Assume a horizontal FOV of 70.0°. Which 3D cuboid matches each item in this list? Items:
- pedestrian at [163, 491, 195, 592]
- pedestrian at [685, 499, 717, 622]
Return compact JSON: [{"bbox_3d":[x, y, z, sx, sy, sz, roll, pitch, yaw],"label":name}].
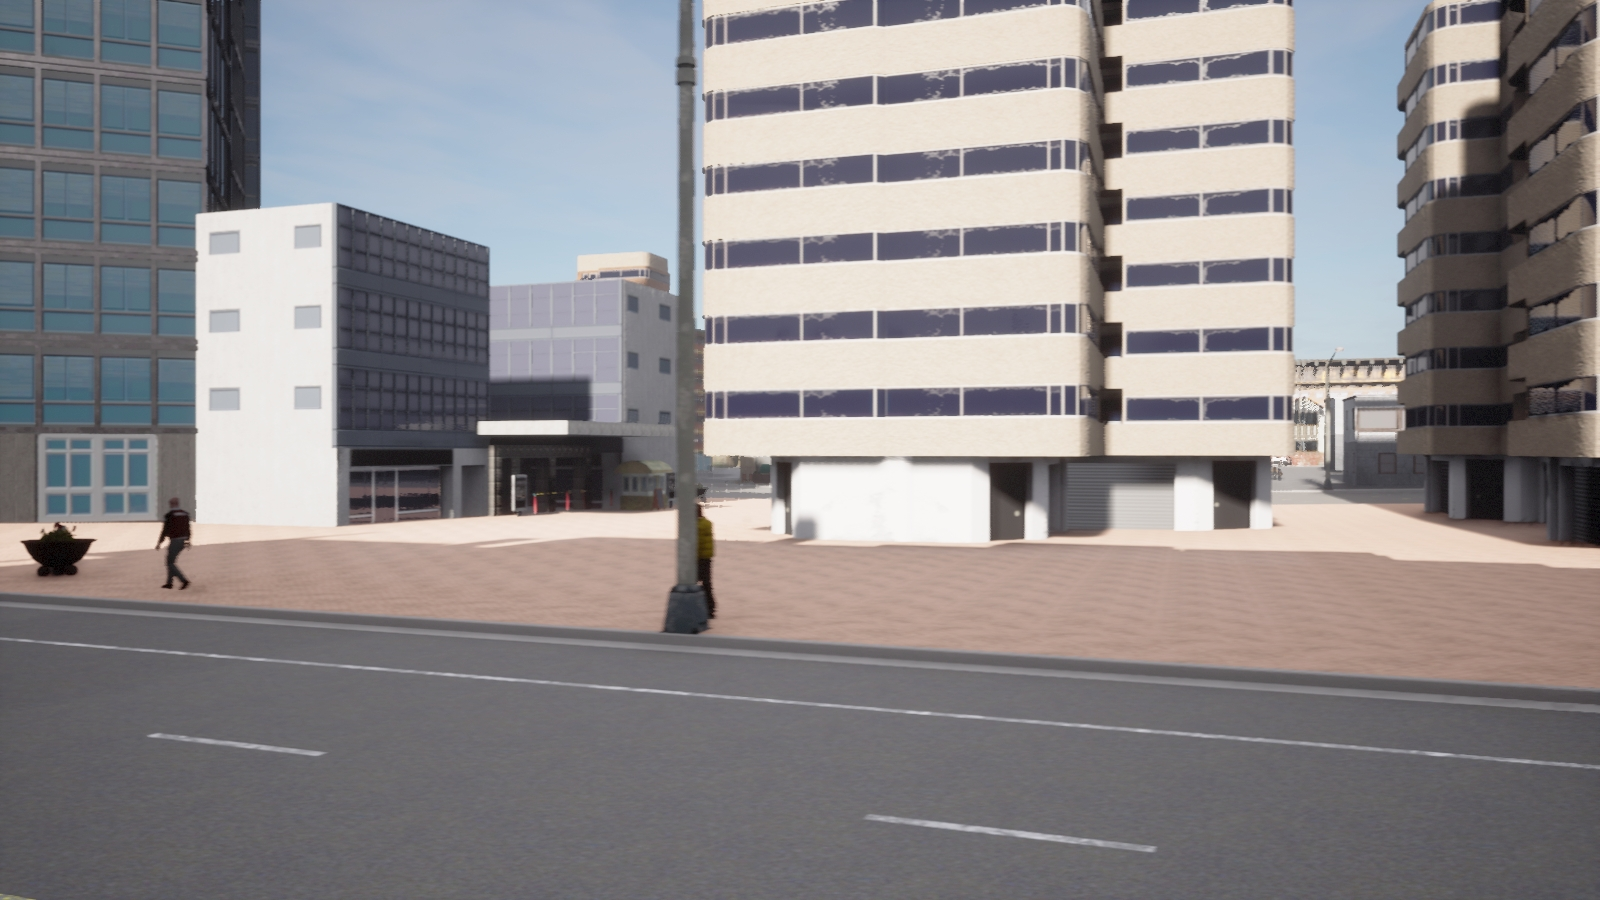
[{"bbox_3d":[-11.644,1.698,21.411,0.375,1.860,0.375,0,0,20],"label":"pedestrian"},{"bbox_3d":[-1.531,1.696,17.678,0.375,1.860,0.375,0,0,21],"label":"pedestrian"}]
